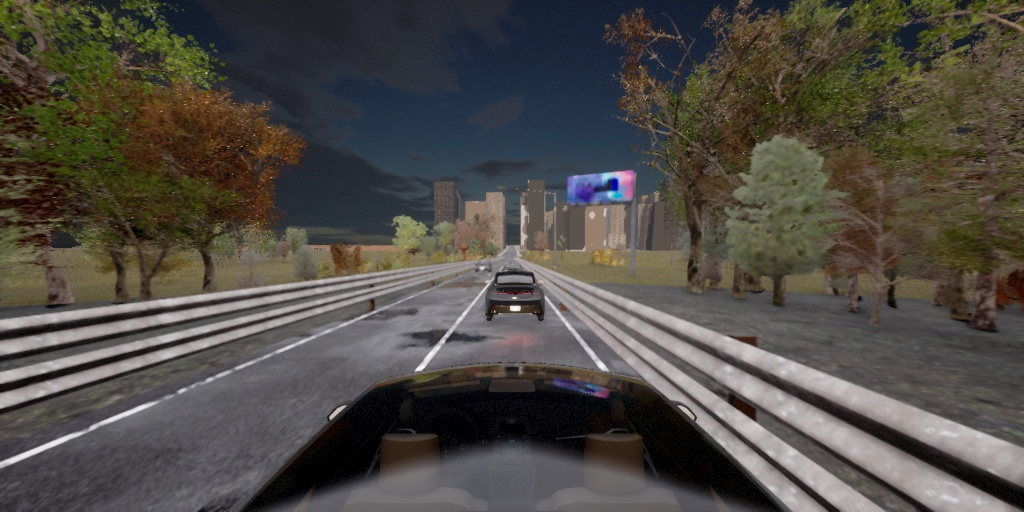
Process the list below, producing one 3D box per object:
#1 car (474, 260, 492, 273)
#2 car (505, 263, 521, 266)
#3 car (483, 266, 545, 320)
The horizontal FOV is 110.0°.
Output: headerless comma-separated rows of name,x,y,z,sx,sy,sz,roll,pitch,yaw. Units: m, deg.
car,-3.326,1.231,42.537,2.128,1.511,4.902,0,0,1
car,0.069,1.342,33.770,1.895,1.301,4.718,0,0,0
car,0.091,1.252,12.673,1.837,1.490,4.892,0,0,0
